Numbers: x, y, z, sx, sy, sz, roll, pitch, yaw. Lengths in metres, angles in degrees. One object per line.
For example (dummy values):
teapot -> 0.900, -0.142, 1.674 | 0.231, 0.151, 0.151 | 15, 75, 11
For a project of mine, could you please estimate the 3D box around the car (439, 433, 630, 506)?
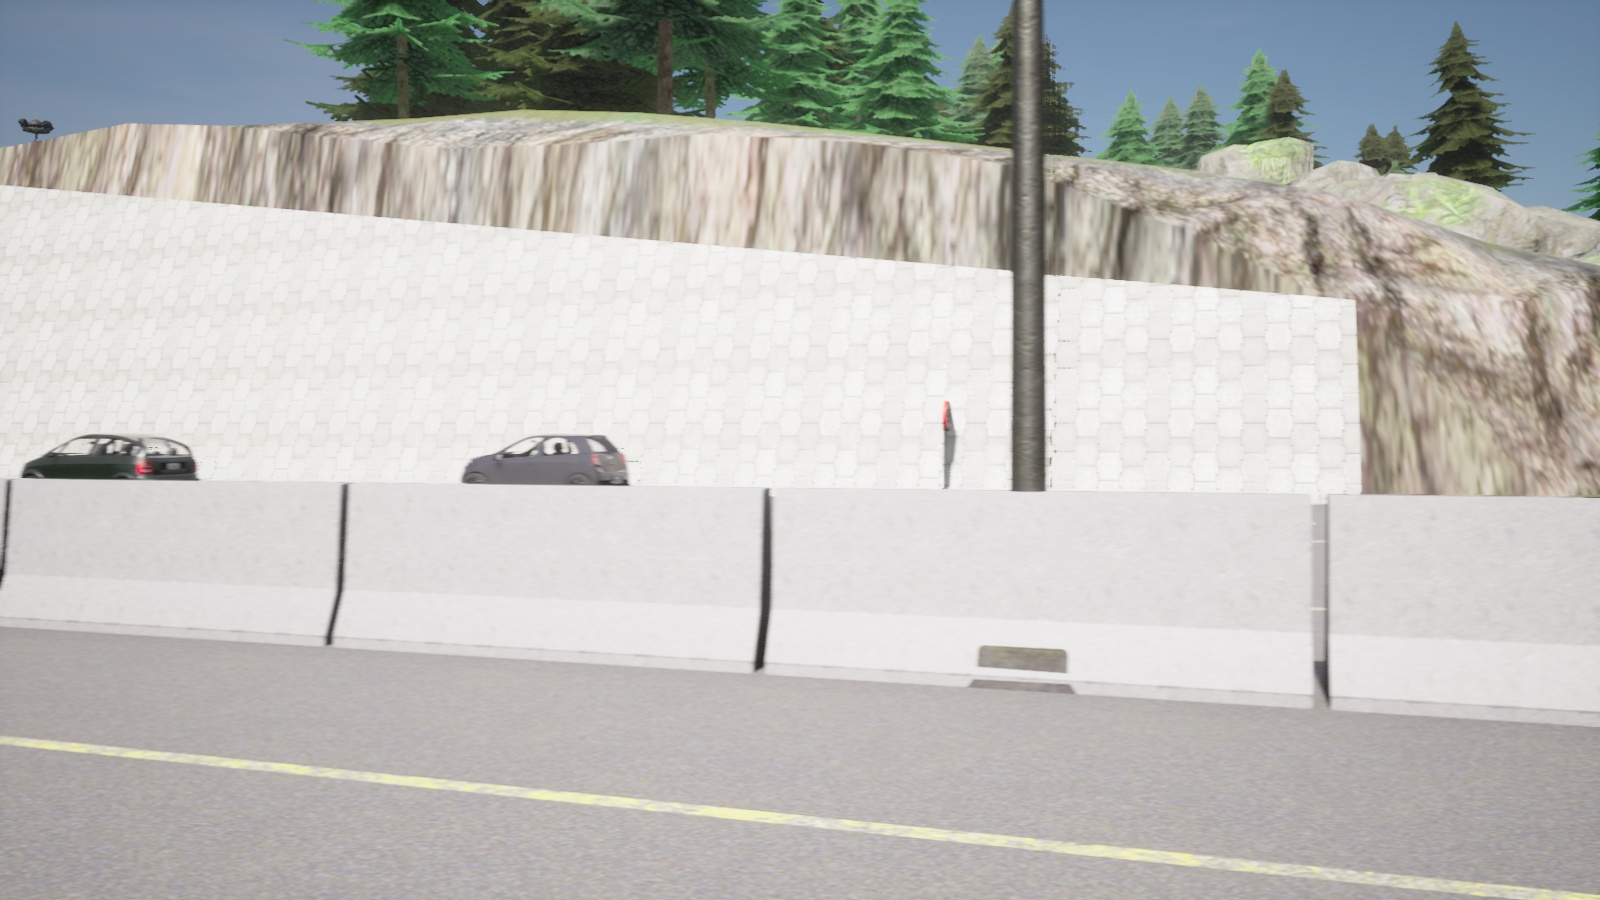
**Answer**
car -> -5.743, 0.382, 27.280 | 3.633, 1.501, 1.845 | 1, 1, 19

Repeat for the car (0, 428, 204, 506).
car -> -14.808, 0.323, 26.637 | 3.705, 1.549, 1.789 | 1, 1, 19
